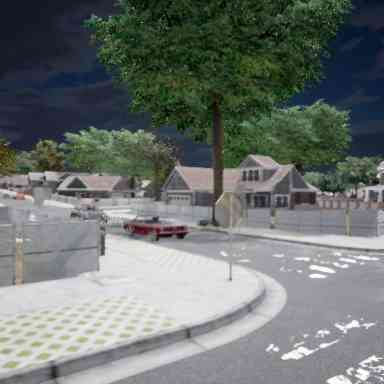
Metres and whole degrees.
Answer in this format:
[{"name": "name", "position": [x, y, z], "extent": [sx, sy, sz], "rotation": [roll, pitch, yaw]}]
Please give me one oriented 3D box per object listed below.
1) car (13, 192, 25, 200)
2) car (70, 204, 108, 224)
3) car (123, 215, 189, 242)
[{"name": "car", "position": [-41.447, 0.872, 79.715], "extent": [2.097, 1.767, 4.553], "rotation": [1, 1, -35]}, {"name": "car", "position": [-8.897, 1.834, 28.658], "extent": [2.097, 1.767, 4.553], "rotation": [1, -1, -35]}, {"name": "car", "position": [-2.164, 1.989, 19.077], "extent": [1.895, 1.301, 4.718], "rotation": [1, -1, -35]}]
